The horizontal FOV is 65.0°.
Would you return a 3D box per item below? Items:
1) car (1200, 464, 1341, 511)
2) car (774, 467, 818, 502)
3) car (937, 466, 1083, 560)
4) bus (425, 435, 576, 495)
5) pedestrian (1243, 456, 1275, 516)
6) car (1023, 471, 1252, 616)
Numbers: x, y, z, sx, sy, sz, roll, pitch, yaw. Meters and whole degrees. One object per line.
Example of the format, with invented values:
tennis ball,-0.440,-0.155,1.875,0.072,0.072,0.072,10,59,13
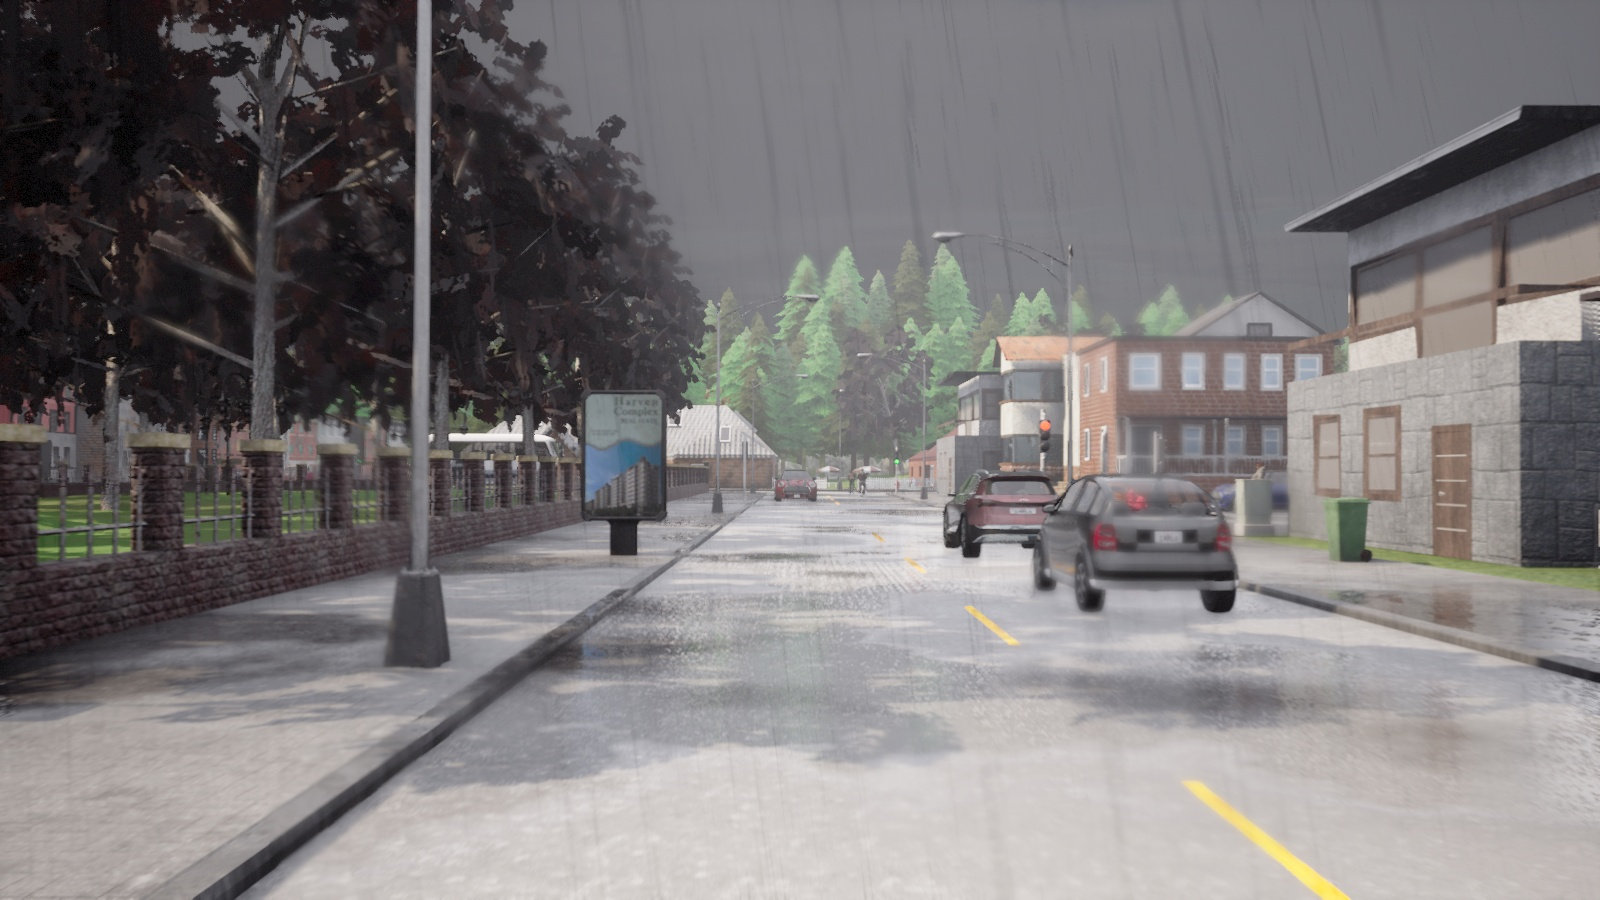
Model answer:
car,17.931,1.424,48.015,4.553,1.767,2.097,0,-1,0
car,-0.241,1.805,66.063,2.097,1.767,4.553,0,-1,-3
car,3.937,1.148,24.434,2.033,1.649,4.856,0,-1,0
bus,-22.065,1.120,93.104,10.273,4.253,3.944,0,-1,-1
pedestrian,15.067,1.170,41.217,0.873,1.952,0.659,-1,-1,30
car,3.963,1.041,15.377,1.789,1.549,3.705,0,-1,0
